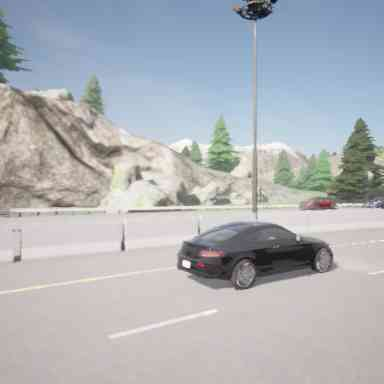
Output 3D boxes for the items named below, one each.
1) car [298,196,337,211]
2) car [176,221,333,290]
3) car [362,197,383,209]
[{"bbox_3d":[14.965,1.313,39.654,4.553,1.767,2.097,0,0,-22],"label":"car"},{"bbox_3d":[1.803,1.512,8.994,4.674,1.442,1.812,0,0,-33],"label":"car"},{"bbox_3d":[22.108,1.329,38.732,4.553,1.767,2.097,0,0,-20],"label":"car"}]
